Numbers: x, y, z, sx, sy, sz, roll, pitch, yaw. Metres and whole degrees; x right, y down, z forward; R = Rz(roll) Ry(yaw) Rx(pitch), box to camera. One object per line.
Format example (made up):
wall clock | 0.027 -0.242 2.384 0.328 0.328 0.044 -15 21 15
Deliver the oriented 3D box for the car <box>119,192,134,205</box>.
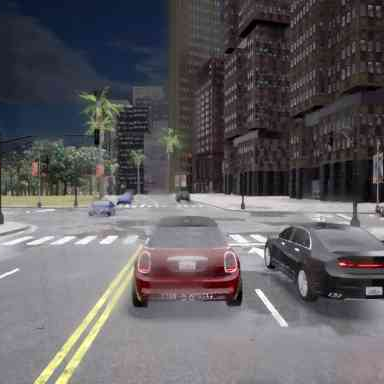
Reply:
car | -10.334 1.169 50.790 1.882 1.535 5.008 0 1 -8

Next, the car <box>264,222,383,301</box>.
car | 3.159 1.503 8.302 1.837 1.490 4.892 0 0 -1

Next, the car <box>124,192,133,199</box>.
car | -15.772 0.807 81.910 2.128 1.511 4.902 0 1 -12

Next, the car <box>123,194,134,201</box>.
car | -12.737 1.053 66.682 1.994 1.385 4.181 0 1 -10

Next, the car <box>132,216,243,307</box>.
car | -0.131 1.351 8.146 2.097 1.767 4.553 0 0 -1

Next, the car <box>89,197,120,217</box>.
car | -8.015 1.451 30.093 1.812 1.442 4.674 0 0 -5

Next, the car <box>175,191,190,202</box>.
car | -1.708 0.804 60.497 2.150 2.045 5.566 0 1 -9

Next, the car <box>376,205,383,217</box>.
car | 17.459 1.291 26.845 4.553 1.767 2.097 0 0 13
